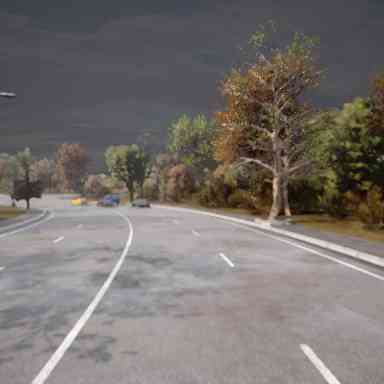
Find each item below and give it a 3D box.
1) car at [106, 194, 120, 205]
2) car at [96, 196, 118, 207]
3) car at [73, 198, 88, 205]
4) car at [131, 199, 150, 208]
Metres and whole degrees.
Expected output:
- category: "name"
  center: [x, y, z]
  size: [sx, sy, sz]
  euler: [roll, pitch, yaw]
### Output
- category: "car"
  center: [-16.033, 1.519, 65.592]
  size: [2.150, 2.045, 5.566]
  euler: [-2, 1, -34]
- category: "car"
  center: [-14.881, 1.868, 56.862]
  size: [2.033, 1.411, 5.357]
  euler: [-2, 0, -29]
- category: "car"
  center: [-23.833, 2.002, 70.783]
  size: [1.882, 1.535, 5.008]
  euler: [-3, 2, -39]
- category: "car"
  center: [-7.959, 1.705, 50.877]
  size: [1.994, 1.385, 4.181]
  euler: [-2, 0, -26]
